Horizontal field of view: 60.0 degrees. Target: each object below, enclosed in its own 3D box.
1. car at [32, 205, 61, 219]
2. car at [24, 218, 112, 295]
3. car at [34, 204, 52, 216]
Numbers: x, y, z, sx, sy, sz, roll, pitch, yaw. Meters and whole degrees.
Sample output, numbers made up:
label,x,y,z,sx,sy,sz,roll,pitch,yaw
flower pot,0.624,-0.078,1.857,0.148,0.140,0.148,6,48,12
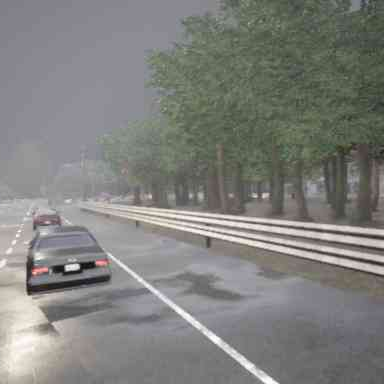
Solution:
label,x,y,z,sx,sy,sz,roll,pitch,yaw
car,-10.665,1.899,24.449,1.812,1.442,4.674,-2,0,-25
car,-3.571,1.668,9.262,2.033,1.411,5.357,-2,0,-25
car,-19.086,2.257,42.525,1.895,1.301,4.718,-2,0,-25
